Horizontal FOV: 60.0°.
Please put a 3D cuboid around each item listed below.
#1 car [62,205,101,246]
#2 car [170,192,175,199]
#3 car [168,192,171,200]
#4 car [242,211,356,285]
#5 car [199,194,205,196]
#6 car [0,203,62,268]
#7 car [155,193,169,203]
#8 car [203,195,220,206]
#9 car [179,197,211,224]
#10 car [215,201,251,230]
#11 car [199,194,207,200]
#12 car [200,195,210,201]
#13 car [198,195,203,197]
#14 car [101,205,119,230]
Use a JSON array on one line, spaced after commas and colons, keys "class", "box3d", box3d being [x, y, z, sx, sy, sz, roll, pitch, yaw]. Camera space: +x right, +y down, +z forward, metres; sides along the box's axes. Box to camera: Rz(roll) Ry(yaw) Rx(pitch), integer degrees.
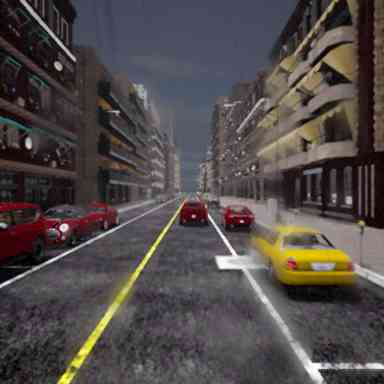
[{"class": "car", "box3d": [-5.688, 1.378, 14.616, 1.967, 1.590, 4.097, 0, 0, 0]}, {"class": "car", "box3d": [-5.682, 1.213, 76.616, 1.887, 1.381, 4.507, 0, 0, 0]}, {"class": "car", "box3d": [-5.683, 1.269, 65.343, 2.008, 1.369, 4.403, 0, 0, 0]}, {"class": "car", "box3d": [2.692, 1.486, 9.147, 1.752, 1.417, 4.829, 0, 0, 0]}, {"class": "car", "box3d": [2.698, 1.243, 65.508, 1.752, 1.417, 4.829, 0, 0, 0]}, {"class": "car", "box3d": [-5.687, 1.277, 8.980, 2.192, 1.841, 5.009, 0, 0, 0]}, {"class": "car", "box3d": [-5.683, 1.294, 59.706, 2.008, 1.369, 4.403, 0, 0, 0]}, {"class": "car", "box3d": [2.696, 1.368, 42.793, 2.008, 1.369, 4.403, 0, 0, 0]}, {"class": "car", "box3d": [0.103, 1.377, 23.604, 1.882, 1.535, 5.008, 0, 1, 0]}, {"class": "car", "box3d": [2.693, 1.458, 20.249, 1.887, 1.381, 4.507, 0, 0, 0]}, {"class": "car", "box3d": [2.699, 1.225, 82.247, 1.802, 1.307, 4.206, 0, 0, 0]}, {"class": "car", "box3d": [2.698, 1.259, 70.974, 1.947, 1.339, 4.313, 0, 0, 0]}, {"class": "car", "box3d": [0.104, 1.424, 41.313, 1.895, 1.301, 4.718, 0, 0, 0]}, {"class": "car", "box3d": [-5.687, 1.459, 20.254, 1.887, 1.381, 4.507, 0, 0, 0]}]
